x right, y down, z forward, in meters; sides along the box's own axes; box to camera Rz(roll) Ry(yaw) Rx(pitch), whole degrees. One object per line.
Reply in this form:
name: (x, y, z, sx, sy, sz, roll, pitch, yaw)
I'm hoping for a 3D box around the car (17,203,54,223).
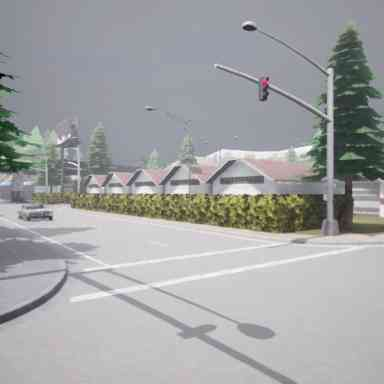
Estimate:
car: (-12.460, 1.568, 26.392, 1.895, 1.301, 4.718, 0, 0, -37)
